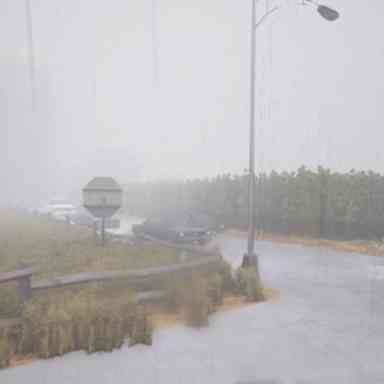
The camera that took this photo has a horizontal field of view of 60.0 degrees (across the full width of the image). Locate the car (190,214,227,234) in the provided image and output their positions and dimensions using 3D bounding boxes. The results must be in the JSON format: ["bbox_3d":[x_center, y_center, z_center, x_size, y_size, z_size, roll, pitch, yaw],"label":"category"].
[{"bbox_3d":[-0.096,1.997,20.462,1.895,1.301,4.718,1,-1,-36],"label":"car"}]

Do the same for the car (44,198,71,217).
[{"bbox_3d":[-13.090,1.605,32.975,2.150,2.045,5.566,1,-1,-35],"label":"car"}]

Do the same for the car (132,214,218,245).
[{"bbox_3d":[-1.086,1.909,16.198,1.895,1.301,4.718,1,-1,-36],"label":"car"}]

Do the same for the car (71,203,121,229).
[{"bbox_3d":[-6.944,1.718,24.362,2.097,1.767,4.553,1,-1,-36],"label":"car"}]

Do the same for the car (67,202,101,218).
[{"bbox_3d":[-12.155,1.941,37.227,2.128,1.511,4.902,1,-1,-36],"label":"car"}]
